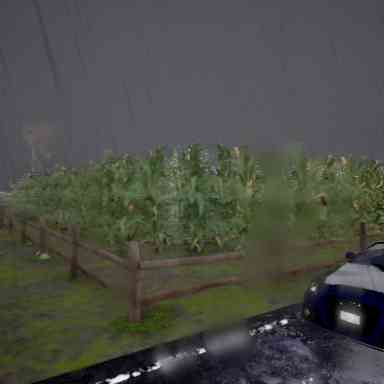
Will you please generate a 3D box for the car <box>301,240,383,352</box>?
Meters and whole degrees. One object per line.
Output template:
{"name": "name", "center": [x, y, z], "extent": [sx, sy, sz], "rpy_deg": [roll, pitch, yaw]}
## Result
{"name": "car", "center": [3.826, 1.576, 5.799], "extent": [4.181, 1.385, 1.994], "rpy_deg": [0, 0, -35]}
